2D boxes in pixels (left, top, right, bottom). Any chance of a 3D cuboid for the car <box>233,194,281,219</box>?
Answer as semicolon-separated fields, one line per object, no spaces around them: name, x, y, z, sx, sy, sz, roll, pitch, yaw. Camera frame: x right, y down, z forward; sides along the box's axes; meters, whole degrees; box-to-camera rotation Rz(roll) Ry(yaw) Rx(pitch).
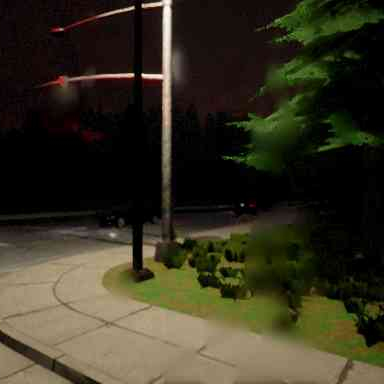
car;5.598;1.158;28.966;2.150;2.045;5.566;0;0;35

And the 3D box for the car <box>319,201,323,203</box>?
car;20.114;1.428;48.981;2.128;1.511;4.902;0;0;37

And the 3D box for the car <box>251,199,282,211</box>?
car;9.036;1.526;40.162;1.895;1.301;4.718;0;0;36

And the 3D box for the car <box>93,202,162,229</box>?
car;-4.036;1.403;21.511;1.882;1.535;5.008;0;1;35
